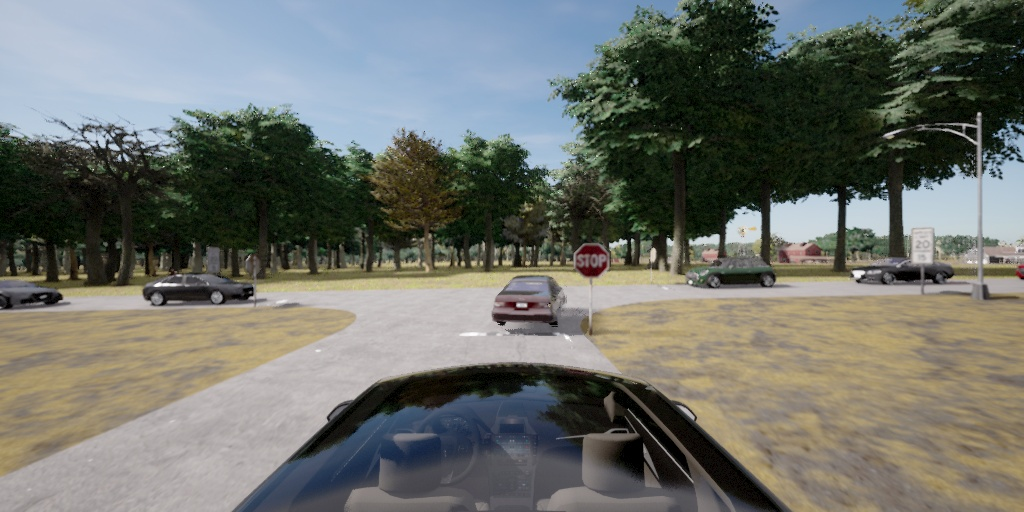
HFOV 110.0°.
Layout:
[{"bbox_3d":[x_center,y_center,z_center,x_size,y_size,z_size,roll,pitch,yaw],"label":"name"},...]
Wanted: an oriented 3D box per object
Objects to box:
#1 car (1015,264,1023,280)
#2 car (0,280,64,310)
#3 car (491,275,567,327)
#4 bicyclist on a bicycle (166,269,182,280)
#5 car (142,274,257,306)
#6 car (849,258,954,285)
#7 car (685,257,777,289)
[{"bbox_3d":[32.690,0.681,20.897,5.008,1.535,1.882,-1,1,0],"label":"car"},{"bbox_3d":[-25.577,1.917,18.054,4.181,1.385,1.994,-1,1,0],"label":"car"},{"bbox_3d":[0.743,1.340,11.852,2.033,1.411,5.357,0,0,11],"label":"car"},{"bbox_3d":[-22.620,1.703,24.021,0.582,1.620,1.656,-1,0,0],"label":"bicyclist on a bicycle"},{"bbox_3d":[-15.588,1.629,18.037,4.892,1.490,1.837,-1,1,0],"label":"car"},{"bbox_3d":[22.608,0.859,20.919,4.902,1.511,2.128,-1,1,0],"label":"car"},{"bbox_3d":[12.589,0.899,20.876,4.553,1.767,2.097,-1,1,-1],"label":"car"}]
